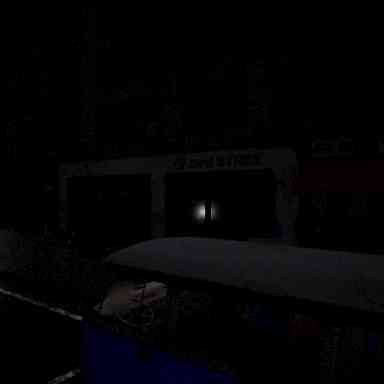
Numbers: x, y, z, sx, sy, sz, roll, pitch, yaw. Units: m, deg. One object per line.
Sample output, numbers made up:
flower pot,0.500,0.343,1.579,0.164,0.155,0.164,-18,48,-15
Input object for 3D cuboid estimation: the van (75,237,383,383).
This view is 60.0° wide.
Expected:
van,0.829,1.341,2.485,3.998,1.788,1.690,0,0,36
